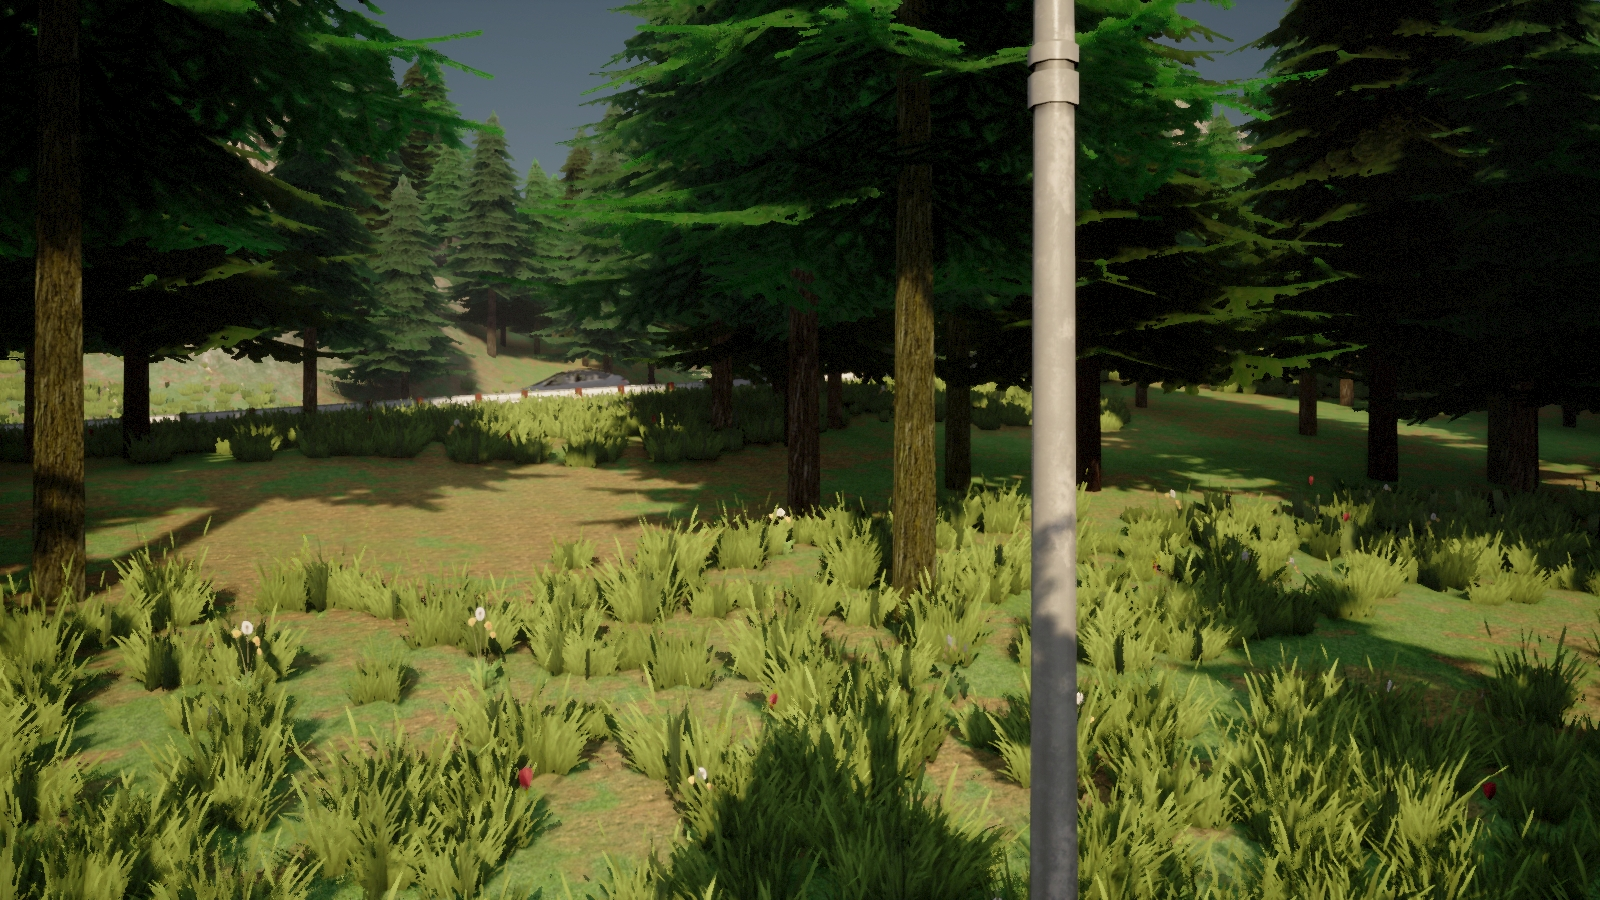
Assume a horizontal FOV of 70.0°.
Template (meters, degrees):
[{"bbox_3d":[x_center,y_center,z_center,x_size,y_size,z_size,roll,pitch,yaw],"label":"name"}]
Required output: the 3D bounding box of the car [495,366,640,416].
[{"bbox_3d":[-8.629,-2.197,42.482,4.792,1.488,2.163,-5,2,-26],"label":"car"}]
